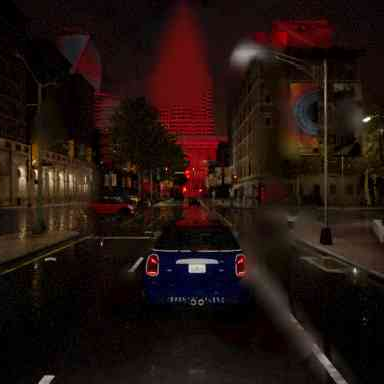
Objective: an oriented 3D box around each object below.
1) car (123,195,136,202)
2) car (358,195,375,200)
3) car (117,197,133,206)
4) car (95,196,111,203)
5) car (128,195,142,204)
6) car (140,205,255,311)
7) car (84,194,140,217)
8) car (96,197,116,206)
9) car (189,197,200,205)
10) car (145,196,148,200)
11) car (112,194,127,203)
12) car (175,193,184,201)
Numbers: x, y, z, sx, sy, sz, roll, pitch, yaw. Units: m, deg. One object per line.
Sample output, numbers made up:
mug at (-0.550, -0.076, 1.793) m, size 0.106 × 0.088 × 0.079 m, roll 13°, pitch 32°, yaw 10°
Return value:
car at (-14.686, 1.525, 78.451) m, size 2.128 × 1.511 × 4.902 m, roll 0°, pitch 0°, yaw 0°
car at (34.720, 1.481, 68.626) m, size 2.231 × 1.521 × 4.892 m, roll 0°, pitch 0°, yaw 0°
car at (-11.356, 1.526, 56.764) m, size 1.812 × 1.442 × 4.674 m, roll 0°, pitch 0°, yaw 0°
car at (-17.980, 1.595, 67.444) m, size 1.895 × 1.301 × 4.718 m, roll 0°, pitch 0°, yaw 0°
car at (-11.266, 1.478, 65.912) m, size 1.882 × 1.535 × 5.008 m, roll 0°, pitch 0°, yaw 1°
car at (0.105, 1.352, 7.923) m, size 2.097 × 1.767 × 4.553 m, roll 0°, pitch 0°, yaw 0°
car at (-7.362, 1.352, 30.426) m, size 4.553 × 1.767 × 2.097 m, roll 0°, pitch 0°, yaw 0°
car at (-14.846, 1.547, 57.940) m, size 2.033 × 1.411 × 5.357 m, roll 0°, pitch 0°, yaw 1°
car at (0.378, 1.547, 54.217) m, size 2.033 × 1.411 × 5.357 m, roll 0°, pitch 0°, yaw -1°
car at (-11.197, 1.553, 75.785) m, size 1.994 × 1.385 × 4.181 m, roll 0°, pitch 0°, yaw 0°
car at (-14.729, 1.352, 68.050) m, size 2.097 × 1.767 × 4.553 m, roll 0°, pitch 0°, yaw 0°
car at (-3.163, 1.225, 84.256) m, size 2.150 × 2.045 × 5.566 m, roll 0°, pitch 0°, yaw 0°
